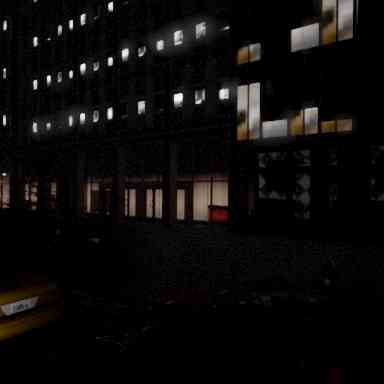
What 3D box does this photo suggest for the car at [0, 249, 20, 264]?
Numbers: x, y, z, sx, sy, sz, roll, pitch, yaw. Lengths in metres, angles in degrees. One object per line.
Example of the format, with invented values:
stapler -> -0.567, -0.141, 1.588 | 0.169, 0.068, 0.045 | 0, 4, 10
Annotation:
car -> -4.215, 1.523, 5.888 | 4.829, 1.417, 1.752 | 0, 1, 36

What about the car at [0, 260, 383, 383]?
car -> 0.543, 1.440, 2.478 | 4.097, 1.590, 1.967 | 0, 1, 36
